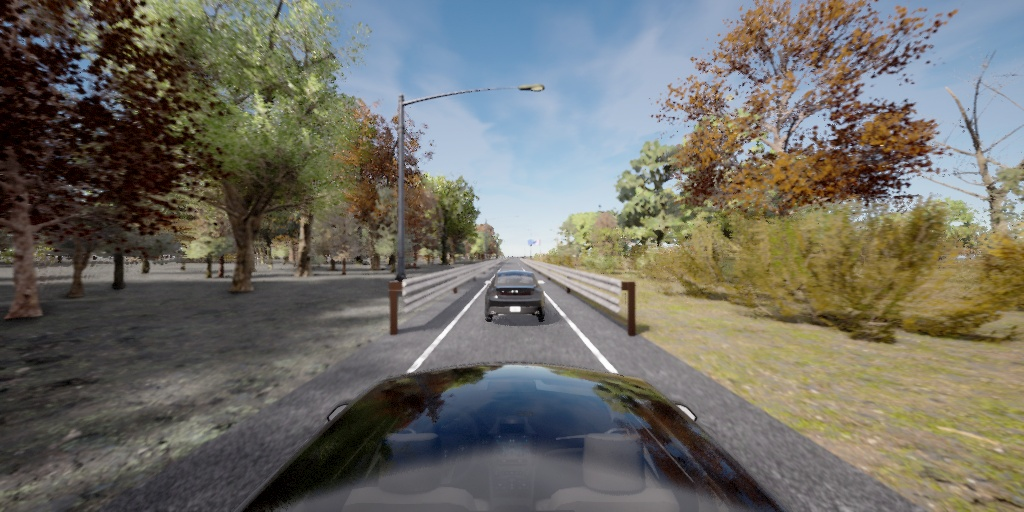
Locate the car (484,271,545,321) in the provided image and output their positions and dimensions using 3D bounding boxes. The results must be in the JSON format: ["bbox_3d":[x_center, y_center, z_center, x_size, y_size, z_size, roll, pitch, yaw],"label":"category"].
[{"bbox_3d":[0.092,1.260,12.557,1.837,1.490,4.892,0,0,0],"label":"car"}]
